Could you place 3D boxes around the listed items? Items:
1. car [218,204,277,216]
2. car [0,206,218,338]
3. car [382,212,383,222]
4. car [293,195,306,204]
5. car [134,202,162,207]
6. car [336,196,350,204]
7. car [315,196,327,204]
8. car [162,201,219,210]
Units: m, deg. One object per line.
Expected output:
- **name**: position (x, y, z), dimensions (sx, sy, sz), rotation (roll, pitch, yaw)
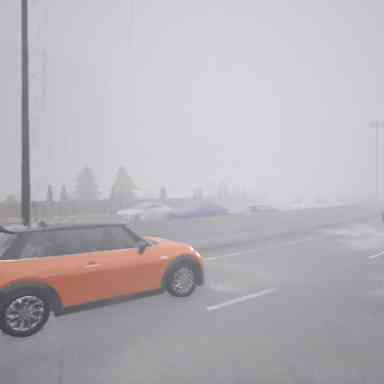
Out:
- **car**: position (4.117, 1.534, 21.780), dimensions (1.895, 1.301, 4.718), rotation (0, 0, 44)
- **car**: position (-1.912, 1.351, 6.896), dimensions (4.553, 1.767, 2.097), rotation (0, 0, -38)
- **car**: position (14.185, 1.362, 22.278), dimensions (2.128, 1.511, 4.902), rotation (0, 0, 40)
- **car**: position (18.830, 1.278, 58.211), dimensions (1.837, 1.490, 4.892), rotation (0, 0, 20)
- **car**: position (-3.358, 1.500, 24.229), dimensions (4.674, 1.442, 1.812), rotation (0, 0, -44)
- **car**: position (25.841, 1.295, 56.977), dimensions (1.994, 1.385, 4.181), rotation (0, 0, 20)
- **car**: position (22.296, 1.354, 57.381), dimensions (1.895, 1.301, 4.718), rotation (0, 0, 20)
- **car**: position (0.581, 1.430, 23.227), dimensions (1.882, 1.535, 5.008), rotation (0, 0, 45)
